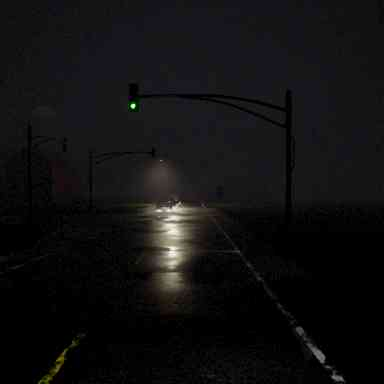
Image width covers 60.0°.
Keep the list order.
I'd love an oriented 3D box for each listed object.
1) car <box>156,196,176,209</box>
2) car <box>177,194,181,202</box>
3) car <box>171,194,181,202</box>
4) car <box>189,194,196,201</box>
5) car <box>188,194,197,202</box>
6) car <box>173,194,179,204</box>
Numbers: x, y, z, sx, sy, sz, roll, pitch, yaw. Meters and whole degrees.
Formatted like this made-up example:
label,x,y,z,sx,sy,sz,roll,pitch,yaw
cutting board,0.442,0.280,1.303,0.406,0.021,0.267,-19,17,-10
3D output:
label,x,y,z,sx,sy,sz,roll,pitch,yaw
car,-3.569,1.536,44.444,1.994,1.385,4.181,0,0,0
car,-3.532,1.425,62.456,1.882,1.535,5.008,0,0,1
car,-3.467,1.276,72.432,2.097,1.767,4.553,0,0,0
car,0.038,1.400,86.333,1.837,1.490,4.892,0,0,0
car,0.034,1.474,76.741,1.994,1.385,4.181,0,0,0
car,-3.556,1.487,53.104,1.812,1.442,4.674,0,0,0
